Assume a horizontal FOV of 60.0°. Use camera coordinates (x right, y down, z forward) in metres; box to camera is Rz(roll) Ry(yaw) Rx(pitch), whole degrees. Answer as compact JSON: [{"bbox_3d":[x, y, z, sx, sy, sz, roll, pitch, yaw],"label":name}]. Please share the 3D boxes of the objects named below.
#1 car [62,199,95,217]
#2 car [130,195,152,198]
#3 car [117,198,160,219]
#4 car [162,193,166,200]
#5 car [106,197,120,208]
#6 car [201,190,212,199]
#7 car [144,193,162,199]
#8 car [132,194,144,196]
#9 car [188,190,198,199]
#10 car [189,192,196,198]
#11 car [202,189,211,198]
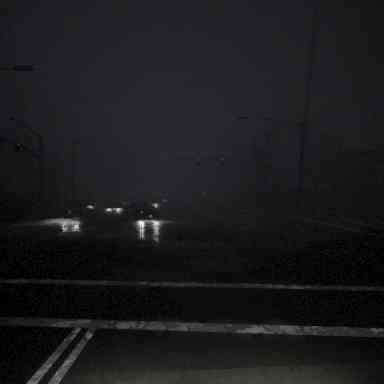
[{"bbox_3d":[-10.529,1.467,31.089,2.128,1.511,4.902,0,0,0],"label":"car"},{"bbox_3d":[-6.995,1.483,44.616,1.895,1.301,4.718,0,1,0],"label":"car"},{"bbox_3d":[-4.529,1.526,28.857,2.033,1.411,5.357,0,0,-27],"label":"car"},{"bbox_3d":[-6.825,0.904,74.156,1.882,1.535,5.008,0,1,0],"label":"car"},{"bbox_3d":[-10.491,1.434,45.996,1.994,1.385,4.181,0,1,0],"label":"car"},{"bbox_3d":[3.685,0.910,77.567,1.994,1.385,4.181,0,1,0],"label":"car"},{"bbox_3d":[-6.941,1.306,58.957,1.895,1.301,4.718,0,1,0],"label":"car"},{"bbox_3d":[-10.411,1.201,62.218,2.033,1.411,5.357,0,1,1],"label":"car"},{"bbox_3d":[0.181,0.604,76.503,2.150,2.045,5.566,0,1,0],"label":"car"},{"bbox_3d":[0.207,0.685,87.179,1.812,1.442,4.674,0,1,0],"label":"car"},{"bbox_3d":[3.708,0.378,87.560,2.150,2.045,5.566,0,1,0],"label":"car"}]
